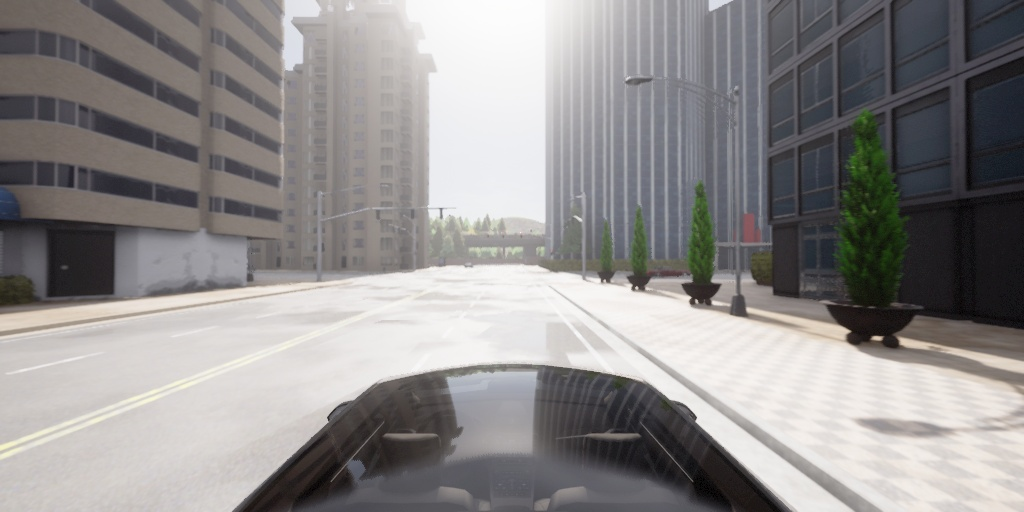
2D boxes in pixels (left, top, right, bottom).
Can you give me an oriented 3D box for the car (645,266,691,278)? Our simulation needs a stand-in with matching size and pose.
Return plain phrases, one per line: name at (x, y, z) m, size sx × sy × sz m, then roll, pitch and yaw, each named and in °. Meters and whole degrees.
car at (17.036, 1.767, 39.366) m, size 4.718 × 1.301 × 1.895 m, roll 0°, pitch -1°, yaw -1°
